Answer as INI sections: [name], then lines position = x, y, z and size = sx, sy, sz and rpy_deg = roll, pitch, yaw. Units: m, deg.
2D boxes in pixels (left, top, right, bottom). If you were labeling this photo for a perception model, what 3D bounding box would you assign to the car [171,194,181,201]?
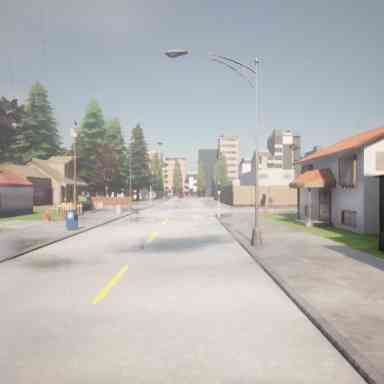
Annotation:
[car]
position = -4.000, 1.437, 83.695
size = 2.150, 2.045, 5.566
rpy_deg = 0, 0, 0
